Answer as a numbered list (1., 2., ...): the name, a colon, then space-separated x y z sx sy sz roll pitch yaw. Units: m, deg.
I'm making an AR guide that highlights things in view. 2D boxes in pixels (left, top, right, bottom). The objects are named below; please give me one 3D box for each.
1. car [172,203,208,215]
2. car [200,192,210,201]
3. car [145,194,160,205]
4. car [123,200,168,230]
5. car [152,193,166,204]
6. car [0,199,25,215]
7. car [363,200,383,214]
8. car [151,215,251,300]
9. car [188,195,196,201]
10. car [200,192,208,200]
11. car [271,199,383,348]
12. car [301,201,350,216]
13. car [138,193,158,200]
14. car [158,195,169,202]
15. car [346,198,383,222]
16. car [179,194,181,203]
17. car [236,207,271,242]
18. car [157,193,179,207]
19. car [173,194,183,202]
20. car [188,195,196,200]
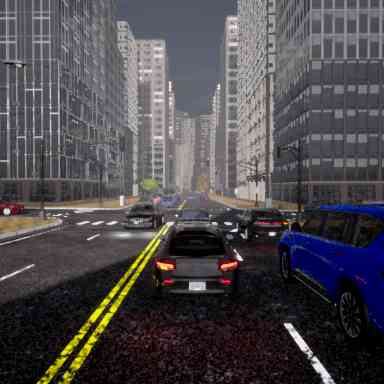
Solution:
1. car: 0.089 1.538 17.544 2.033 1.411 5.357 0 0 0
2. car: 3.196 1.443 79.589 1.812 1.442 4.674 0 0 0
3. car: -6.624 1.309 56.473 2.097 1.767 4.553 0 0 0
4. car: -2.971 1.491 21.111 1.837 1.490 4.892 -1 0 4
5. car: -6.577 1.166 66.002 2.150 2.045 5.566 0 0 1
6. car: -18.539 1.330 31.516 5.008 1.535 1.882 1 1 1
7. car: 21.784 1.643 36.682 4.829 1.417 1.752 1 0 1
8. car: 0.093 1.522 8.270 1.812 1.442 4.674 0 0 0
9. car: -0.056 1.464 80.807 2.033 1.411 5.357 0 0 0
10. car: 3.188 0.967 89.619 2.150 2.045 5.566 0 0 0
11. car: 3.349 1.218 6.413 2.150 2.045 5.566 0 0 0
12. car: 13.615 1.653 34.176 4.181 1.385 1.994 1 1 0
13. car: -6.660 1.318 47.835 2.097 1.767 4.553 0 0 1
14. car: -6.554 1.470 76.482 2.033 1.411 5.357 0 0 0
15. car: 16.181 1.519 28.391 5.009 1.841 2.192 1 0 1
16. car: -3.374 1.503 57.355 2.033 1.411 5.357 0 0 0
17. car: 3.339 1.496 16.273 1.837 1.490 4.892 0 0 0
18. car: -3.378 1.318 47.883 2.097 1.767 4.553 0 0 0
19. car: -3.304 1.284 77.379 2.097 1.767 4.553 0 0 0
20. car: -0.063 1.461 90.703 1.994 1.385 4.181 0 0 0
